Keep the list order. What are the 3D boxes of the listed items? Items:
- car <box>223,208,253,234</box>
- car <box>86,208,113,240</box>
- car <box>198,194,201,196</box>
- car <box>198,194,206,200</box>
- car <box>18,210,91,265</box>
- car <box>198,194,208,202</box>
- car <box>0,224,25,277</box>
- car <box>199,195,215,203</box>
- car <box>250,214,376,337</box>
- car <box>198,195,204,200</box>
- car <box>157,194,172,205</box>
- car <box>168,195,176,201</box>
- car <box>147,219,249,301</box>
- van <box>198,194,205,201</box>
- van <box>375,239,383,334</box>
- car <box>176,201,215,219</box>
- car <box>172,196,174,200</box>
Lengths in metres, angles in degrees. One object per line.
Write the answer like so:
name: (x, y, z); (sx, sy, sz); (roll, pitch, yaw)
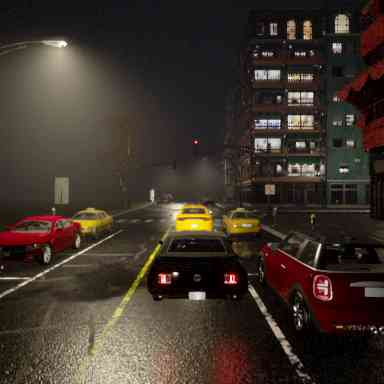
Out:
car: (2.573, 1.530, 17.897); (1.752, 1.417, 4.829); (1, 0, 0)
car: (-5.308, 1.529, 17.130); (1.752, 1.417, 4.829); (1, 0, 0)
car: (2.568, 1.587, 72.886); (1.947, 1.339, 4.313); (1, 0, 0)
car: (2.568, 1.599, 61.564); (1.802, 1.307, 4.206); (1, 0, 0)
car: (-5.307, 1.547, 11.764); (1.887, 1.381, 4.507); (1, 0, 0)
car: (2.570, 1.338, 78.547); (2.192, 1.841, 5.009); (1, 0, 0)
car: (-5.307, 1.552, 6.227); (2.008, 1.369, 4.403); (1, 0, 0)
car: (2.570, 1.565, 50.242); (2.008, 1.369, 4.403); (1, 0, 0)
car: (2.575, 1.442, 6.638); (1.967, 1.590, 4.097); (1, 0, 0)
car: (2.566, 1.555, 95.700); (1.752, 1.417, 4.829); (1, 0, 0)
car: (-5.310, 1.457, 61.086); (1.967, 1.590, 4.097); (1, 0, 0)
car: (-5.314, 1.609, 89.357); (1.802, 1.307, 4.206); (1, 0, 0)
car: (0.100, 1.603, 8.280); (1.895, 1.301, 4.718); (0, 0, 0)
van: (2.569, 1.368, 89.869); (1.690, 1.788, 3.998); (1, 0, 0)
van: (2.576, 1.341, 1.093); (1.690, 1.788, 3.998); (1, 0, 0)
car: (0.101, 1.482, 18.397); (1.882, 1.535, 5.008); (0, 0, 0)
car: (-5.309, 1.334, 66.741); (2.192, 1.841, 5.009); (1, 0, 0)
